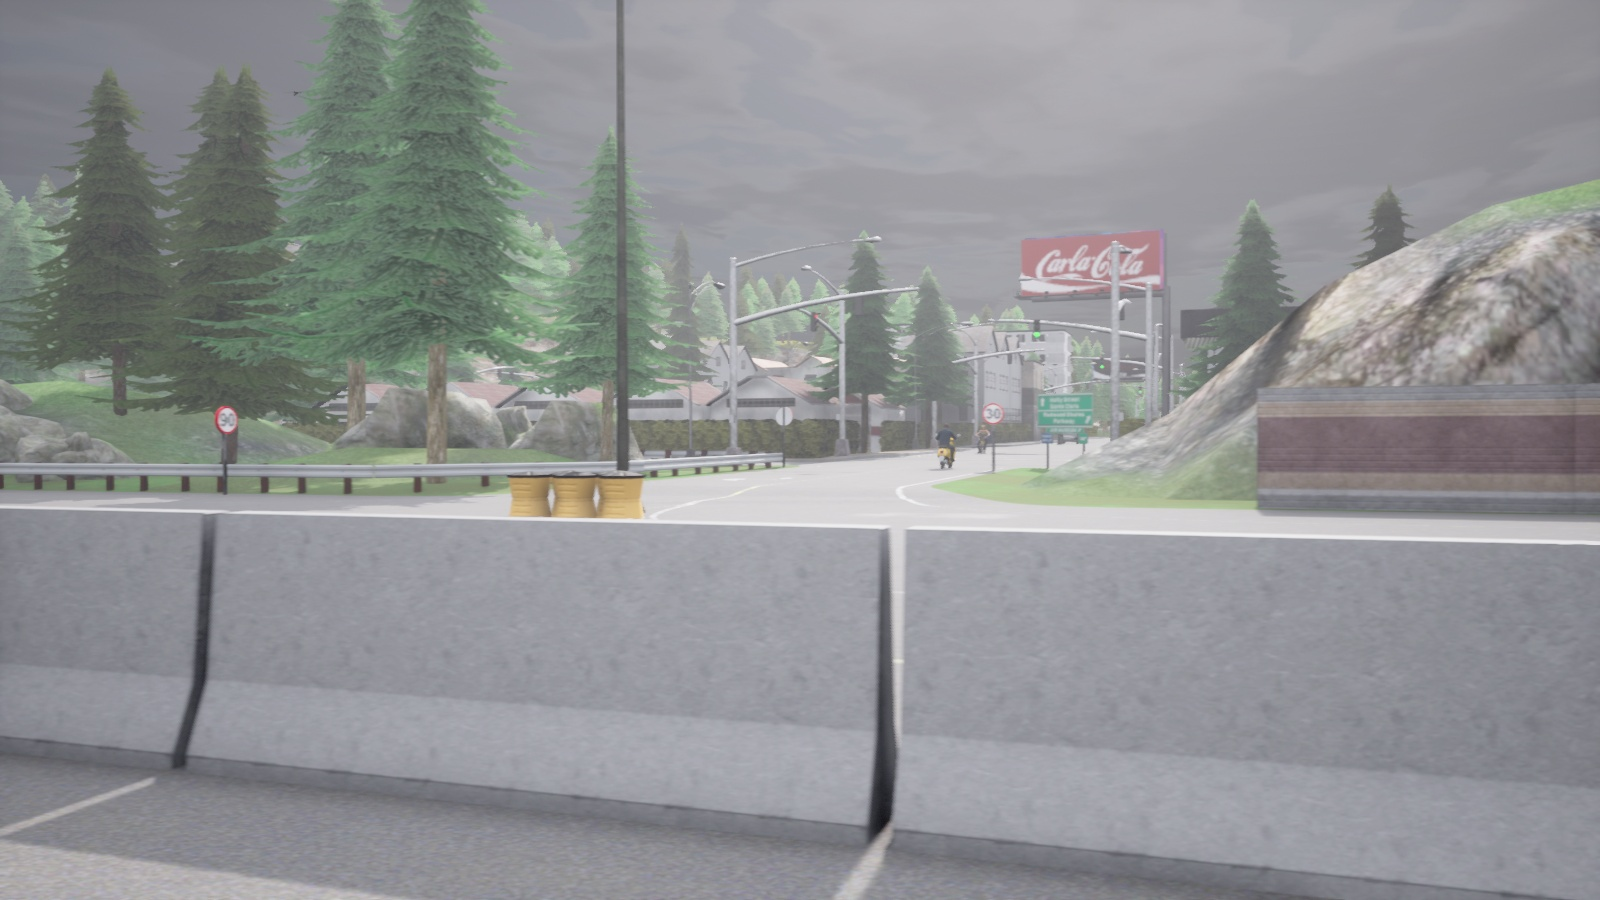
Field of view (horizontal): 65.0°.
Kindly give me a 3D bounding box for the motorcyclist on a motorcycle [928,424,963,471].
[{"bbox_3d":[5.067,-0.096,43.676,0.866,1.590,1.817,1,1,18],"label":"motorcyclist on a motorcycle"}]
